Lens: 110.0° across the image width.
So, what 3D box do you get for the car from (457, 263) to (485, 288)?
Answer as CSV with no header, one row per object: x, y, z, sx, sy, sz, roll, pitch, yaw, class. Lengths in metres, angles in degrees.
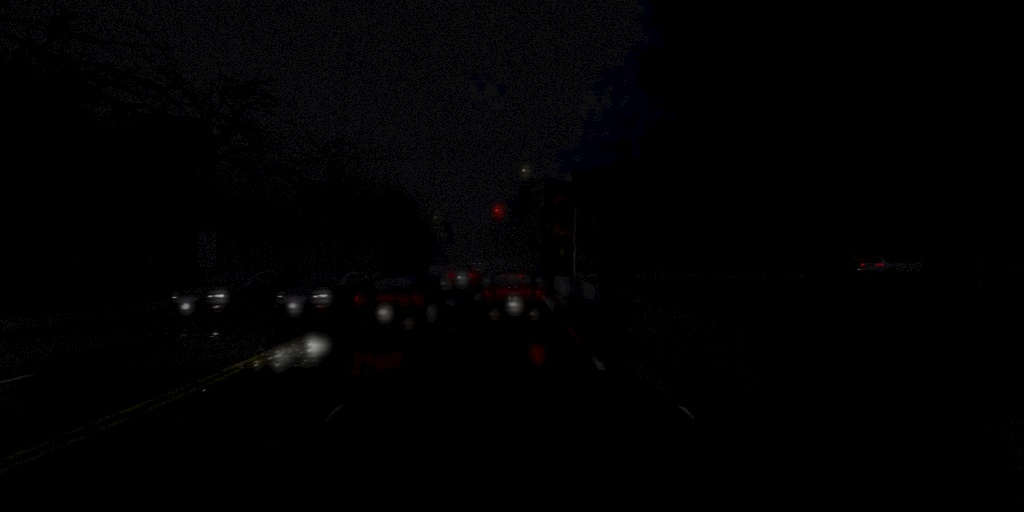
-3.173,1.407,24.988,1.994,1.385,4.181,0,0,0,car

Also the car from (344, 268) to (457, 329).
-3.166,1.265,11.412,1.882,1.535,5.008,0,0,0,car

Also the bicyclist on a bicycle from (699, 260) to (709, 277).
18.126,1.159,33.861,0.582,1.620,1.656,0,0,0,bicyclist on a bicycle

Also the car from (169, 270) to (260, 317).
-9.845,1.287,13.310,2.128,1.511,4.902,0,0,0,car

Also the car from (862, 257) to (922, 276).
39.406,1.075,36.828,5.566,2.045,2.150,-1,0,1,car

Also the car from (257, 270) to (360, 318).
-6.594,1.287,13.328,2.128,1.511,4.902,0,0,0,car

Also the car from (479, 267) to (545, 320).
0.087,1.269,12.790,1.882,1.535,5.008,0,0,0,car

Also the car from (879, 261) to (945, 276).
44.100,1.349,39.631,4.902,1.511,2.128,0,0,1,car
